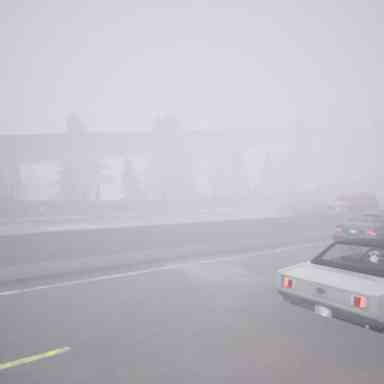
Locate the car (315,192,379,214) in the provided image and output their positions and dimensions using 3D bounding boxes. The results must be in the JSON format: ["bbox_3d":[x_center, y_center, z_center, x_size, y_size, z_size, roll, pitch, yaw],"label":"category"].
[{"bbox_3d":[12.272,1.090,25.629,5.566,2.045,2.150,-2,1,-35],"label":"car"}]

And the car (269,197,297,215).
[{"bbox_3d":[9.613,1.306,32.325,4.902,1.511,2.128,-2,1,-35],"label":"car"}]

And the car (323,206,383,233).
[{"bbox_3d":[8.003,1.504,13.750,5.357,1.411,2.033,0,0,-35],"label":"car"}]

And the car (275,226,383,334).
[{"bbox_3d":[3.874,1.580,6.508,4.718,1.301,1.895,0,0,-35],"label":"car"}]

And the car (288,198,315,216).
[{"bbox_3d":[10.670,1.414,28.783,4.181,1.385,1.994,-2,1,-35],"label":"car"}]
